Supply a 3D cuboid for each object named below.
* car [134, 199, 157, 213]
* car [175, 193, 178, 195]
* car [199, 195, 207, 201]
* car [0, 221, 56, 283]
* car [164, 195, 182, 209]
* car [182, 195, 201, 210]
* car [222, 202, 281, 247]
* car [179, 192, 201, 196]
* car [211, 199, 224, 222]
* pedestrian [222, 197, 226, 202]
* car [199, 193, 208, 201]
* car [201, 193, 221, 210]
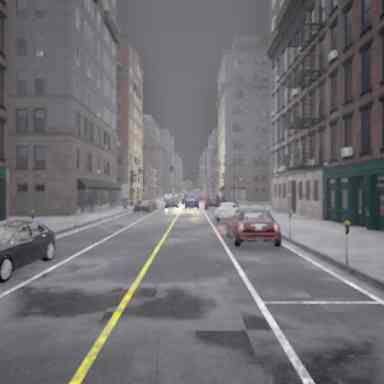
[{"bbox_3d":[-5.380,1.538,37.095,1.887,1.381,4.507,0,0,0],"label":"car"},{"bbox_3d":[-5.386,1.537,85.382,1.947,1.339,4.313,0,0,0],"label":"car"},{"bbox_3d":[2.719,1.521,85.382,2.008,1.369,4.403,0,0,0],"label":"car"},{"bbox_3d":[-5.386,1.549,9.540,2.008,1.369,4.403,0,0,0],"label":"car"},{"bbox_3d":[-2.744,1.537,46.201,2.033,1.411,5.357,0,0,0],"label":"car"},{"bbox_3d":[0.005,1.468,43.755,1.882,1.535,5.008,0,0,0],"label":"car"},{"bbox_3d":[2.640,1.438,15.049,1.967,1.590,4.097,0,0,0],"label":"car"},{"bbox_3d":[-0.272,1.332,60.980,2.097,1.767,4.553,0,0,18],"label":"car"},{"bbox_3d":[2.756,1.522,26.120,1.812,1.442,4.674,0,0,0],"label":"car"},{"bbox_3d":[2.757,1.289,28.956,0.375,1.860,0.375,0,0,-14],"label":"pedestrian"},{"bbox_3d":[2.723,1.288,79.975,2.192,1.841,5.009,0,0,0],"label":"car"},{"bbox_3d":[2.647,1.306,42.604,2.192,1.841,5.009,0,0,0],"label":"car"}]
